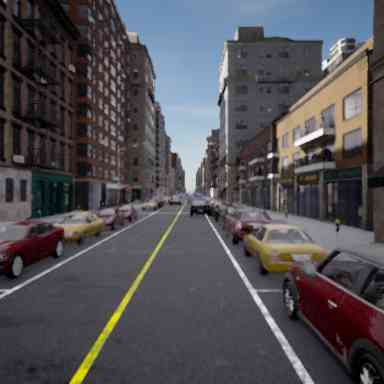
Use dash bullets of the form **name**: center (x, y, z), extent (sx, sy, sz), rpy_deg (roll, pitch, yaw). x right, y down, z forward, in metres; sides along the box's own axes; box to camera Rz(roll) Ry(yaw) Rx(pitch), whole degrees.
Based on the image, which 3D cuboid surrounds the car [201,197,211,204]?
- **car**: center (2.634, 1.719, 65.358), extent (1.802, 1.307, 4.206), rpy_deg (0, 0, 0)

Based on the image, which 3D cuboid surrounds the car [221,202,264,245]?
- **car**: center (2.637, 1.466, 15.690), extent (1.967, 1.590, 4.097), rpy_deg (0, 0, 0)

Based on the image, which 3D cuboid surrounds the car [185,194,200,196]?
- **car**: center (-0.004, 1.614, 67.821), extent (2.128, 1.511, 4.902), rpy_deg (0, 0, 0)

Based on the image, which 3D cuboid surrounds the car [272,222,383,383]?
- **car**: center (2.638, 1.448, 4.652), extent (1.967, 1.590, 4.097), rpy_deg (0, 0, 0)

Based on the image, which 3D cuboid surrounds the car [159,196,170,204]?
- **car**: center (-5.391, 1.577, 65.351), extent (1.967, 1.590, 4.097), rpy_deg (0, 0, 0)

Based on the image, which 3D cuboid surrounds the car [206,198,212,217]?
- **car**: center (2.636, 1.604, 32.245), extent (1.887, 1.381, 4.507), rpy_deg (0, 0, 0)

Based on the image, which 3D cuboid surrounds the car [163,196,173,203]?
- **car**: center (-5.392, 1.713, 76.387), extent (2.008, 1.369, 4.403), rpy_deg (0, 0, 0)

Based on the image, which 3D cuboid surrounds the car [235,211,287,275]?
- **car**: center (2.638, 1.542, 10.341), extent (1.752, 1.417, 4.829), rpy_deg (0, 0, 0)

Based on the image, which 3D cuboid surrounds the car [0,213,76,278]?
- **car**: center (-5.388, 1.561, 10.167), extent (1.887, 1.381, 4.507), rpy_deg (0, 0, 0)

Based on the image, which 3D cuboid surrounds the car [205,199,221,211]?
- **car**: center (2.635, 1.667, 43.283), extent (1.802, 1.307, 4.206), rpy_deg (0, 0, 0)

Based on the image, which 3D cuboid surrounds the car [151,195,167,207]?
- **car**: center (-5.390, 1.413, 48.795), extent (2.192, 1.841, 5.009), rpy_deg (0, 0, 0)

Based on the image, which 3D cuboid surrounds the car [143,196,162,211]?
- **car**: center (-5.386, 1.610, 43.109), extent (1.752, 1.417, 4.829), rpy_deg (0, 0, 0)

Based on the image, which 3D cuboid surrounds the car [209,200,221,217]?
- **car**: center (2.636, 1.613, 26.726), extent (1.947, 1.339, 4.313), rpy_deg (0, 0, 0)

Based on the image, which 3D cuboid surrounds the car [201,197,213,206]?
- **car**: center (2.634, 1.675, 59.840), extent (2.008, 1.369, 4.403), rpy_deg (0, 0, 0)

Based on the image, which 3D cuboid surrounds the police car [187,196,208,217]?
- **police car**: center (0.727, 1.486, 32.517), extent (1.930, 1.638, 5.238), rpy_deg (0, 0, -1)

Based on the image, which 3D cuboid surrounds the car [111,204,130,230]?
- **car**: center (-5.388, 1.617, 21.204), extent (1.802, 1.307, 4.206), rpy_deg (0, 0, 0)

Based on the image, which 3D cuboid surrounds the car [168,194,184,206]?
- **car**: center (-2.813, 1.595, 57.125), extent (1.882, 1.535, 5.008), rpy_deg (0, 0, 0)

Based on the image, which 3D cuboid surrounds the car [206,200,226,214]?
- **car**: center (2.635, 1.623, 37.764), extent (2.008, 1.369, 4.403), rpy_deg (0, 0, 0)

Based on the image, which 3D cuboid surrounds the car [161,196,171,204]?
- **car**: center (-5.392, 1.675, 70.698), extent (1.752, 1.417, 4.829), rpy_deg (0, 0, 0)

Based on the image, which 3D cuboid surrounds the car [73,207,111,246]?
- **car**: center (-5.388, 1.550, 15.515), extent (1.752, 1.417, 4.829), rpy_deg (0, 0, 0)

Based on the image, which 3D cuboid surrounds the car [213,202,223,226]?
- **car**: center (2.636, 1.586, 21.208), extent (2.008, 1.369, 4.403), rpy_deg (0, 0, 0)

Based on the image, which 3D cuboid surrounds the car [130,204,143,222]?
- **car**: center (-5.389, 1.628, 26.722), extent (1.802, 1.307, 4.206), rpy_deg (0, 0, 0)

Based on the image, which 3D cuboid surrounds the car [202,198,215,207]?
- **car**: center (2.634, 1.662, 54.321), extent (2.008, 1.369, 4.403), rpy_deg (0, 0, 0)
